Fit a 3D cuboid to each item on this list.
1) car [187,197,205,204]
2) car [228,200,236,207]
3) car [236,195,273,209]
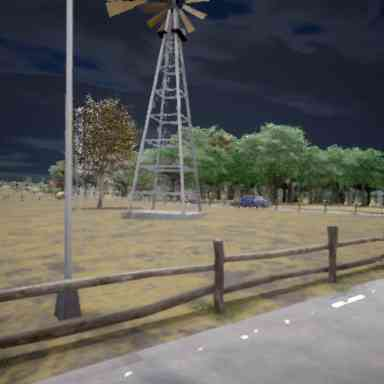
[{"bbox_3d":[0.714,1.806,70.906,2.128,1.511,4.902,3,-1,-36],"label":"car"},{"bbox_3d":[8.782,2.017,59.624,2.033,1.411,5.357,3,-1,-35],"label":"car"},{"bbox_3d":[10.193,1.590,52.755,2.150,2.045,5.566,3,-1,-35],"label":"car"}]
